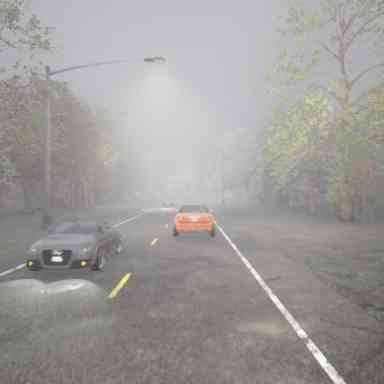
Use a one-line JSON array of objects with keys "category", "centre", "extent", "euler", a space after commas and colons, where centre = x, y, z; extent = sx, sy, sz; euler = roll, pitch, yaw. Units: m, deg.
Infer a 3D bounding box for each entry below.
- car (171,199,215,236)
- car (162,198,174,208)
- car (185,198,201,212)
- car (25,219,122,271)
[{"category": "car", "centre": [0.110, 1.401, 18.733], "extent": [2.097, 1.767, 4.553], "euler": [0, 0, 0]}, {"category": "car", "centre": [-3.532, 1.613, 51.307], "extent": [2.128, 1.511, 4.902], "euler": [0, 0, 0]}, {"category": "car", "centre": [0.122, 1.575, 40.566], "extent": [1.882, 1.535, 5.008], "euler": [0, 0, 0]}, {"category": "car", "centre": [-3.593, 1.596, 10.842], "extent": [1.994, 1.385, 4.181], "euler": [0, 0, 0]}]
